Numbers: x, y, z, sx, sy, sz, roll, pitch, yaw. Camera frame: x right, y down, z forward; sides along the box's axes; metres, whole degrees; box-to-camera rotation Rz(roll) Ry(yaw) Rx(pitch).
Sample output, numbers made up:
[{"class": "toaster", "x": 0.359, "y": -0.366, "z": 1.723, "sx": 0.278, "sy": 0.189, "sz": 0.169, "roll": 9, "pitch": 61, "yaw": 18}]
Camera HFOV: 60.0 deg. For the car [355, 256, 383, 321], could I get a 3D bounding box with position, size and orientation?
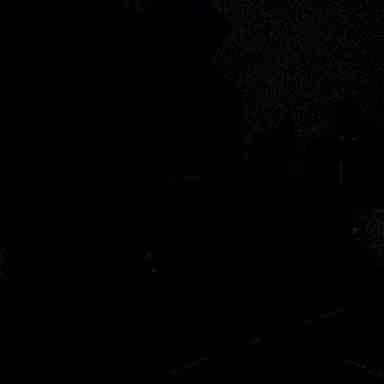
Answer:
[{"class": "car", "x": 4.864, "y": 1.574, "z": 6.272, "sx": 4.313, "sy": 1.339, "sz": 1.947, "roll": 0, "pitch": 0, "yaw": -35}]
